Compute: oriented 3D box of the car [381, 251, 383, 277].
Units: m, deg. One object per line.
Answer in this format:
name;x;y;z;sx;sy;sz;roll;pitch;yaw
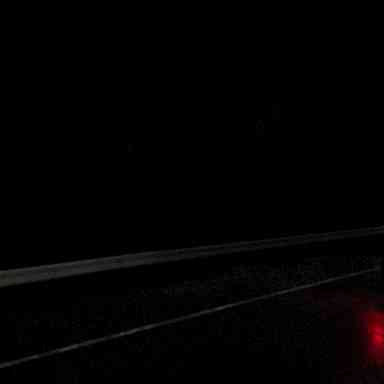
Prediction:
car;6.395;1.490;8.012;4.674;1.442;1.812;0;0;-34
